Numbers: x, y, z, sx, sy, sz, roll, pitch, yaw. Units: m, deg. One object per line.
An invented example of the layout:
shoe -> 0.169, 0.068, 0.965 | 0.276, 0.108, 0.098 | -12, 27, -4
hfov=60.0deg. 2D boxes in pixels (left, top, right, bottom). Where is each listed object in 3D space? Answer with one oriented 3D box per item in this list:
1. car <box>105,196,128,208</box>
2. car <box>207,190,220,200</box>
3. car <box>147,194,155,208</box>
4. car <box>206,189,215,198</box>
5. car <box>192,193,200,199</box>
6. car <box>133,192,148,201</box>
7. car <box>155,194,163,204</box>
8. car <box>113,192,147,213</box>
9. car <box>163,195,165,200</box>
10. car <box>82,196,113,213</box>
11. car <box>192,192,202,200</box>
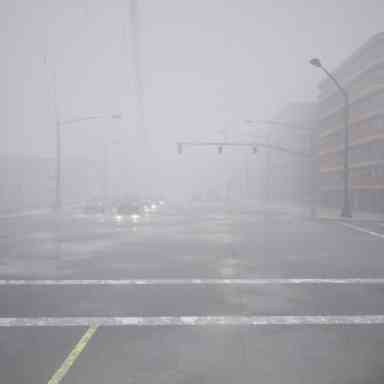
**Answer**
car -> -9.802, 1.314, 43.396 | 1.994, 1.385, 4.181 | 0, 1, 0
car -> 4.467, 0.919, 65.829 | 1.994, 1.385, 4.181 | 0, 1, 0
car -> -6.302, 1.277, 43.293 | 1.812, 1.442, 4.674 | 0, 1, 0
car -> 4.399, 0.424, 75.812 | 2.150, 2.045, 5.566 | 0, 1, 0
car -> 0.898, 0.791, 76.072 | 1.895, 1.301, 4.718 | 0, 1, 0
car -> -9.692, 0.895, 63.091 | 2.128, 1.511, 4.902 | 0, 1, 1
car -> -6.268, 1.079, 52.573 | 2.128, 1.511, 4.902 | 0, 1, 0
car -> -6.330, 1.226, 34.410 | 2.097, 1.767, 4.553 | 0, 1, 0
car -> -6.198, 1.011, 62.703 | 1.895, 1.301, 4.718 | 0, 1, 1
car -> -9.828, 1.225, 34.753 | 2.097, 1.767, 4.553 | 0, 1, 0
car -> 0.967, 0.830, 65.991 | 1.882, 1.535, 5.008 | 0, 1, 0
